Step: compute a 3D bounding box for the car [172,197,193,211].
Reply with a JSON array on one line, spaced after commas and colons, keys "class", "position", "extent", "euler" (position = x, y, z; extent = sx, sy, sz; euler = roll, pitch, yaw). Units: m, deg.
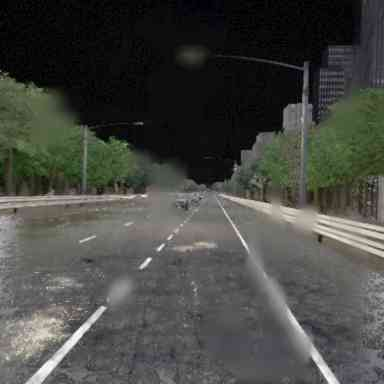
[{"class": "car", "position": [-1.300, 1.467, 40.650], "extent": [1.837, 1.490, 4.892], "euler": [2, 0, 4]}]

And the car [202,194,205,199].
[{"class": "car", "position": [1.742, 1.605, 90.040], "extent": [1.837, 1.490, 4.892], "euler": [2, 0, 4]}]

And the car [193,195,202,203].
[{"class": "car", "position": [0.522, 1.640, 70.254], "extent": [1.895, 1.301, 4.718], "euler": [2, 0, 4]}]
